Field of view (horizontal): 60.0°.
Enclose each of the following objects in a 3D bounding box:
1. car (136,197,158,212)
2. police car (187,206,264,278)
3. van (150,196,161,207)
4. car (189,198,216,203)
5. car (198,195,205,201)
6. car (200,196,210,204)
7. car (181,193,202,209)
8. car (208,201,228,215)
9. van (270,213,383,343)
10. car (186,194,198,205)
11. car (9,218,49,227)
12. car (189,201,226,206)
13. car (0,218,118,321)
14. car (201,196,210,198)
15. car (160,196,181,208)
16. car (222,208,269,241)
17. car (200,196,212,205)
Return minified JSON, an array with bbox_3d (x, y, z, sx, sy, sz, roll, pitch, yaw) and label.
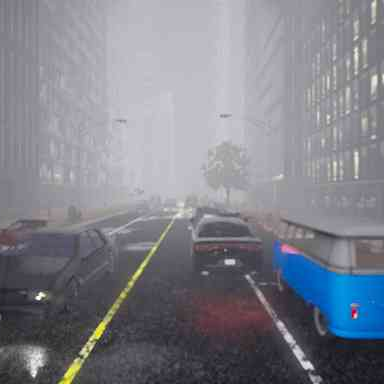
[{"bbox_3d":[-5.716,1.633,40.419,2.008,1.369,4.403,0,0,0],"label":"car"},{"bbox_3d":[0.893,1.447,10.394,1.930,1.638,5.238,0,0,0],"label":"police car"},{"bbox_3d":[-5.723,1.437,51.804,1.690,1.788,3.998,0,0,0],"label":"van"},{"bbox_3d":[0.883,1.510,26.475,1.801,1.575,5.366,0,0,0],"label":"car"},{"bbox_3d":[2.632,1.654,91.653,1.887,1.381,4.507,0,0,0],"label":"car"},{"bbox_3d":[2.646,1.545,68.883,1.967,1.590,4.097,0,0,0],"label":"car"},{"bbox_3d":[-0.020,1.443,47.093,2.097,1.767,4.553,0,0,0],"label":"car"},{"bbox_3d":[2.668,1.653,34.728,1.802,1.307,4.206,0,0,0],"label":"car"},{"bbox_3d":[2.686,1.354,6.267,1.690,1.788,3.998,0,0,0],"label":"van"},{"bbox_3d":[-0.040,1.323,61.060,2.150,2.045,5.566,0,0,0],"label":"car"},{"bbox_3d":[-5.698,1.607,11.956,1.802,1.307,4.206,0,0,0],"label":"car"},{"bbox_3d":[0.887,1.547,20.284,1.837,1.490,4.892,0,0,0],"label":"car"},{"bbox_3d":[-3.105,1.564,7.818,2.033,1.411,5.357,0,0,0],"label":"car"},{"bbox_3d":[2.661,1.640,46.113,2.008,1.369,4.403,0,0,0],"label":"car"},{"bbox_3d":[-3.127,1.640,49.043,2.033,1.411,5.357,0,0,0],"label":"car"},{"bbox_3d":[2.679,1.618,17.650,1.802,1.307,4.206,0,0,0],"label":"car"},{"bbox_3d":[2.650,1.542,63.191,1.967,1.590,4.097,0,0,0],"label":"car"}]
